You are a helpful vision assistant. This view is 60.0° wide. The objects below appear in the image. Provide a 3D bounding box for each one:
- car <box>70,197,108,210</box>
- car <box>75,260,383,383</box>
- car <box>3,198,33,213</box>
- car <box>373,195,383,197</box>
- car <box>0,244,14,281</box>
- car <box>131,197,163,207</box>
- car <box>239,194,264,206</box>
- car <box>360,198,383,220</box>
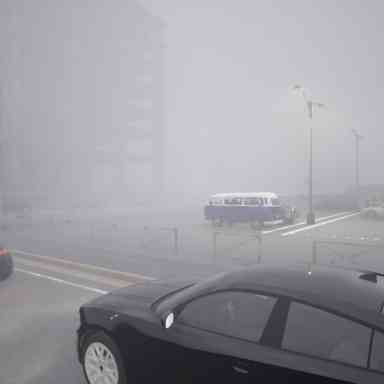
[{"bbox_3d":[-12.906,1.422,41.759,1.882,1.535,5.008,0,0,35],"label":"car"},{"bbox_3d":[0.865,1.478,3.378,5.008,1.535,1.882,0,0,36],"label":"car"},{"bbox_3d":[-18.750,1.422,33.555,1.882,1.535,5.008,0,0,36],"label":"car"},{"bbox_3d":[17.953,1.153,29.282,4.605,1.855,1.932,0,0,36],"label":"car"},{"bbox_3d":[-6.456,1.564,8.588,4.181,1.385,1.994,0,0,36],"label":"car"},{"bbox_3d":[-6.741,1.492,50.415,2.033,1.411,5.357,0,0,36],"label":"car"},{"bbox_3d":[11.436,1.545,63.581,1.895,1.301,4.718,0,0,35],"label":"car"},{"bbox_3d":[14.728,1.395,24.730,3.806,1.475,1.970,0,0,36],"label":"car"}]
